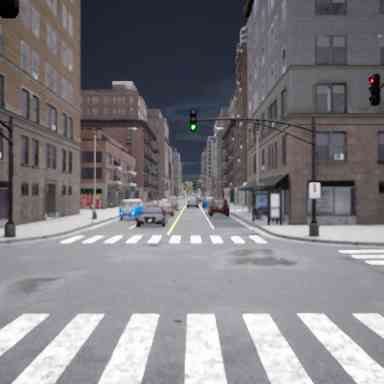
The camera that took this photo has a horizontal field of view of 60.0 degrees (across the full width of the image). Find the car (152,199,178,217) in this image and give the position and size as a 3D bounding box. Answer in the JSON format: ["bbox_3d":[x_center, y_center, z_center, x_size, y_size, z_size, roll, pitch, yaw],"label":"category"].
[{"bbox_3d":[-2.793,1.776,34.516,1.812,1.442,4.674,0,0,0],"label":"car"}]

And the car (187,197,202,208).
[{"bbox_3d":[0.148,1.960,54.928,1.994,1.385,4.181,0,0,1],"label":"car"}]

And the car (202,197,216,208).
[{"bbox_3d":[2.778,1.722,56.440,2.192,1.841,5.009,0,0,0],"label":"car"}]

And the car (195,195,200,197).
[{"bbox_3d":[2.404,1.959,84.329,2.097,1.767,4.553,0,0,0],"label":"car"}]

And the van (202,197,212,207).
[{"bbox_3d":[2.783,1.787,61.846,1.690,1.788,3.998,0,0,0],"label":"van"}]

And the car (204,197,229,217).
[{"bbox_3d":[2.761,1.567,34.815,2.192,1.841,5.009,0,0,0],"label":"car"}]

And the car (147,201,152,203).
[{"bbox_3d":[-5.339,1.857,40.232,1.947,1.339,4.313,0,0,0],"label":"car"}]

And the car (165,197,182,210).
[{"bbox_3d":[-2.759,1.834,46.188,1.837,1.490,4.892,0,1,0],"label":"car"}]

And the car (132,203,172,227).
[{"bbox_3d":[-2.811,1.740,24.215,1.994,1.385,4.181,0,0,0],"label":"car"}]

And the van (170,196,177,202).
[{"bbox_3d":[-5.233,2.018,94.295,1.690,1.788,3.998,0,0,0],"label":"van"}]

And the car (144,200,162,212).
[{"bbox_3d":[-5.329,1.875,45.639,1.887,1.381,4.507,0,0,0],"label":"car"}]

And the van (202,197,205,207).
[{"bbox_3d":[2.774,1.710,51.034,1.690,1.788,3.998,0,0,0],"label":"van"}]

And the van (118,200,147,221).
[{"bbox_3d":[-5.361,1.555,29.422,1.690,1.788,3.998,0,0,0],"label":"van"}]
